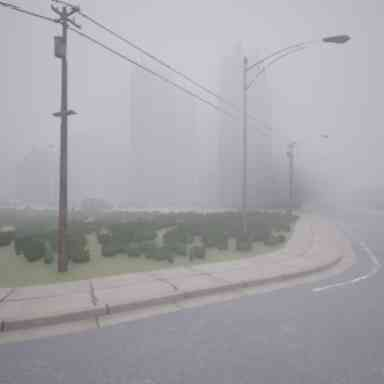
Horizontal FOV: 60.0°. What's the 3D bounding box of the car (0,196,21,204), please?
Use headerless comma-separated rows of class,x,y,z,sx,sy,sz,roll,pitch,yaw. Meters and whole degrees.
car,-28.926,1.482,51.760,4.553,1.767,2.097,0,0,18

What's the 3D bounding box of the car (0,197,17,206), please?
car,-32.574,1.565,56.622,5.008,1.535,1.882,0,0,18

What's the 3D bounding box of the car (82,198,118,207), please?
car,-11.778,1.627,41.765,2.242,1.667,4.611,0,0,19

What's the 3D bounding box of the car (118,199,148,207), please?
car,-8.769,1.721,48.992,4.674,1.442,1.812,0,0,18

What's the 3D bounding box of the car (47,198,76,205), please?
car,-20.711,1.660,52.873,4.674,1.442,1.812,0,0,18
